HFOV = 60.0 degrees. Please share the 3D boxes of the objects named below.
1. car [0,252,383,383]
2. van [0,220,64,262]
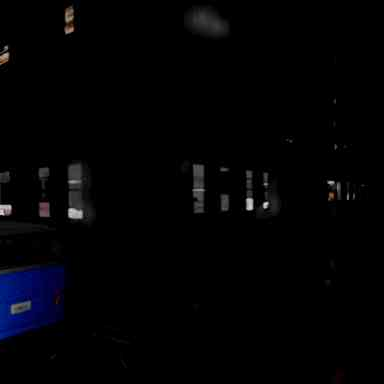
[{"bbox_3d":[0.566,1.440,2.490,4.097,1.590,1.967,0,-1,36],"label":"car"},{"bbox_3d":[-3.835,1.341,5.631,3.998,1.788,1.690,0,-1,36],"label":"van"}]
